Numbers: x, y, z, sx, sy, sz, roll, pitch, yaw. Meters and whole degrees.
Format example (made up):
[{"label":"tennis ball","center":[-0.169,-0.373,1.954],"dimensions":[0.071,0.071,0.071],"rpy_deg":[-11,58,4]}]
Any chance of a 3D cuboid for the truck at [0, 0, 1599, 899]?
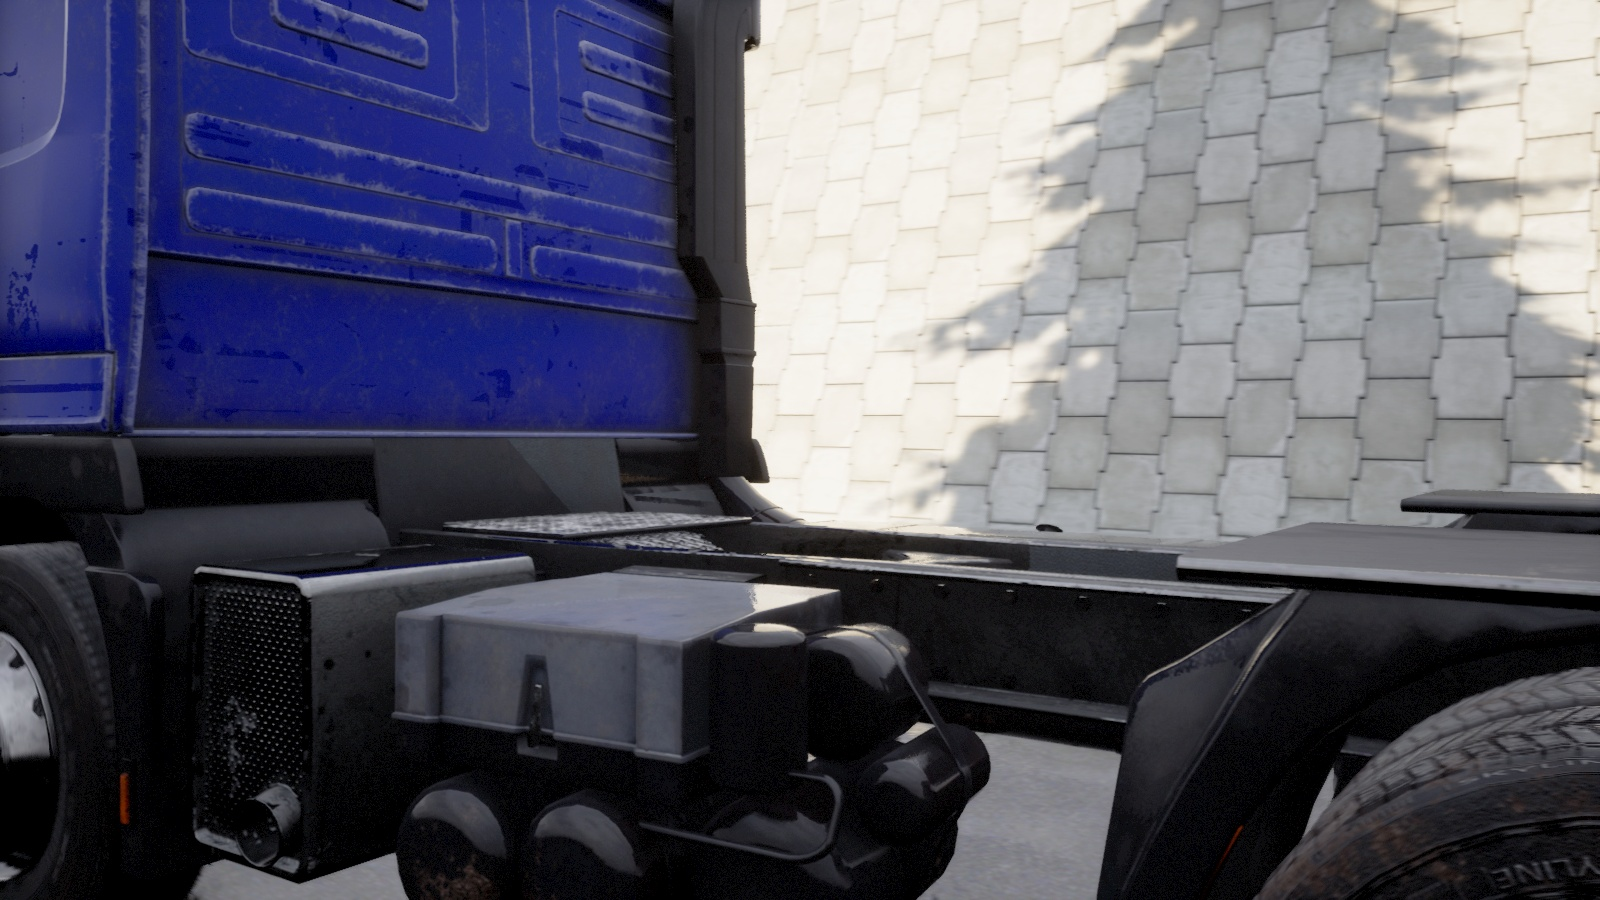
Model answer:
[{"label":"truck","center":[0.466,-0.300,3.294],"dimensions":[7.936,3.462,2.891],"rpy_deg":[0,1,34]}]
